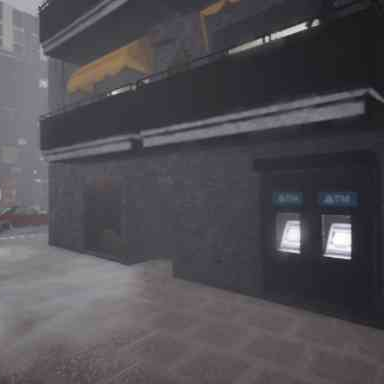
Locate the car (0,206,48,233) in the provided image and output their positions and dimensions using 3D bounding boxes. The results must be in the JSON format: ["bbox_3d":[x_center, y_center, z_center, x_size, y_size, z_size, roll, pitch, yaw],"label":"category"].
[{"bbox_3d":[-9.370,1.443,18.803,1.895,1.301,4.718,0,0,41],"label":"car"}]
